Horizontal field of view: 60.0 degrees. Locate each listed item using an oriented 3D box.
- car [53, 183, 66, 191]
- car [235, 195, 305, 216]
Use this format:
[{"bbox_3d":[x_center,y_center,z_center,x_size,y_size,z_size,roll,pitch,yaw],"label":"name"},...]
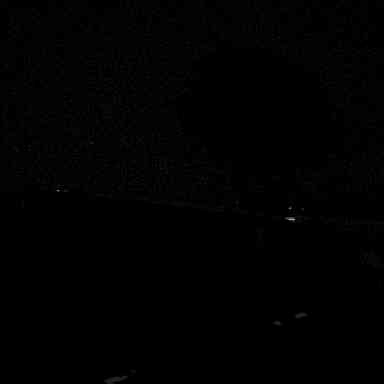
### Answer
[{"bbox_3d":[-29.542,-1.126,74.021,1.882,1.535,5.008,3,0,-35],"label":"car"},{"bbox_3d":[5.553,0.912,24.349,2.033,1.411,5.357,3,0,-35],"label":"car"}]
